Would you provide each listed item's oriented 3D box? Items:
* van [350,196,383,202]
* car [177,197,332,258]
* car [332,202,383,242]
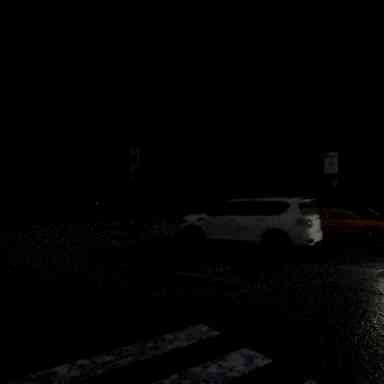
[{"bbox_3d":[11.578,1.222,20.145,4.442,1.987,1.878,-1,0,33],"label":"van"},{"bbox_3d":[2.078,1.220,12.826,5.566,2.045,2.435,-1,0,33],"label":"car"},{"bbox_3d":[7.050,1.453,16.354,5.366,1.575,1.946,-1,-1,33],"label":"car"}]
